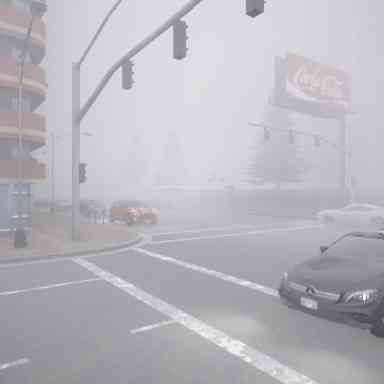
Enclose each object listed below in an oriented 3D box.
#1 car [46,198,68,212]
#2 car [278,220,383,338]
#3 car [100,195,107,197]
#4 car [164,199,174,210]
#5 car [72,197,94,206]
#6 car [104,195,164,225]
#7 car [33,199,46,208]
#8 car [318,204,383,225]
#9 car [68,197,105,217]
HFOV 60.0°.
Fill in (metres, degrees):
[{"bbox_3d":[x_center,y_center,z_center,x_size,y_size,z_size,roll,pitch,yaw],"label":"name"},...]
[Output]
[{"bbox_3d":[-15.278,1.478,39.136,1.882,1.535,5.008,0,0,-36],"label":"car"},{"bbox_3d":[3.776,1.526,6.700,4.674,1.442,1.812,0,0,-36],"label":"car"},{"bbox_3d":[-15.037,1.351,57.030,2.097,1.767,4.553,0,0,-36],"label":"car"},{"bbox_3d":[-4.369,1.547,42.294,2.033,1.411,5.357,0,0,-36],"label":"car"},{"bbox_3d":[-18.182,1.547,55.400,2.033,1.411,5.357,0,0,-36],"label":"car"},{"bbox_3d":[-4.274,1.352,23.925,2.097,1.767,4.553,0,0,-36],"label":"car"},{"bbox_3d":[-21.215,1.601,47.397,1.895,1.301,4.718,0,0,-35],"label":"car"},{"bbox_3d":[10.958,1.526,22.408,4.674,1.442,1.812,0,1,26],"label":"car"},{"bbox_3d":[-9.610,1.491,31.292,2.128,1.511,4.902,0,0,-36],"label":"car"}]
